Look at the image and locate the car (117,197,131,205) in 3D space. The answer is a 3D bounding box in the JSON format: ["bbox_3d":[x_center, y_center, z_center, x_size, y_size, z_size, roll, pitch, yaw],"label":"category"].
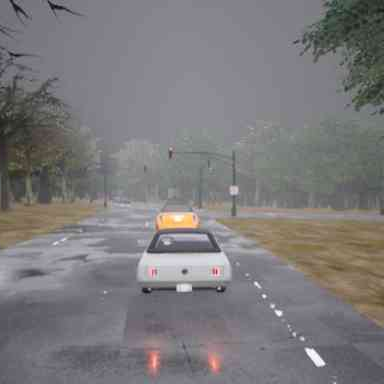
[{"bbox_3d":[-13.233,1.794,65.847,1.994,1.385,4.181,0,-1,-15],"label":"car"}]

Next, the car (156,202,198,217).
[{"bbox_3d":[-0.832,1.293,17.715,2.097,1.767,4.553,0,0,-5],"label":"car"}]

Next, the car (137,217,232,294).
[{"bbox_3d":[-0.230,1.571,8.693,1.895,1.301,4.718,0,0,-2],"label":"car"}]

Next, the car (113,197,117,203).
[{"bbox_3d":[-18.201,1.936,81.308,1.837,1.490,4.892,0,-1,-20],"label":"car"}]
